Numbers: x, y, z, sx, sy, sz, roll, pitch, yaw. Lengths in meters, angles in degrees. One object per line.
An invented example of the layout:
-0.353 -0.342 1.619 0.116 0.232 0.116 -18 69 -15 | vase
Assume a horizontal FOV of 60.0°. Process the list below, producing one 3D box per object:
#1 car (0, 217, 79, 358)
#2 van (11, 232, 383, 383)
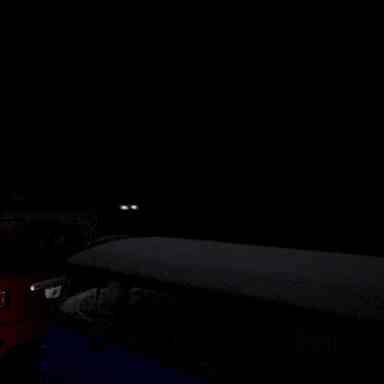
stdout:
-3.681 1.370 5.606 5.009 1.841 2.192 -1 0 36 | car
0.457 1.351 2.645 3.998 1.788 1.690 -1 0 36 | van
